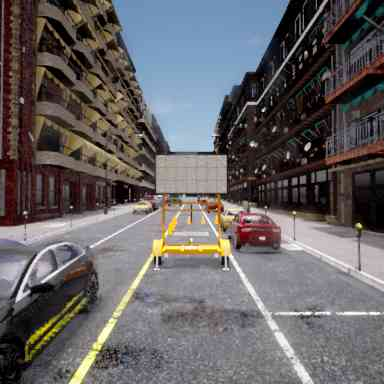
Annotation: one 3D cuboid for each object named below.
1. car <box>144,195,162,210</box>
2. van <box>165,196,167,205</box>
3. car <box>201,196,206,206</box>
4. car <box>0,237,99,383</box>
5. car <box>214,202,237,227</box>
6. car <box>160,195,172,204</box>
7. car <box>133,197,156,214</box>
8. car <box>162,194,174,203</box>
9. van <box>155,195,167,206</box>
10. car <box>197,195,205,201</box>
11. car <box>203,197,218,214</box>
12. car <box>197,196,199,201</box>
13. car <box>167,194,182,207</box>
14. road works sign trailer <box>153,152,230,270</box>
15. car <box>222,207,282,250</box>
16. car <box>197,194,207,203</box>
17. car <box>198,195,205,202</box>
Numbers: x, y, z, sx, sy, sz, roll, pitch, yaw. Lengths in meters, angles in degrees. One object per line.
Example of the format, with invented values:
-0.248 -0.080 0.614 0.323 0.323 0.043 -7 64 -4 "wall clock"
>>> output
-5.360 1.392 42.056 2.192 1.841 5.009 2 0 0 "car"
-5.380 1.452 53.114 1.690 1.788 3.998 2 0 0 "van"
2.514 1.628 42.006 2.008 1.369 4.403 1 0 0 "car"
-2.758 1.495 4.787 2.128 1.511 4.902 0 0 0 "car"
2.553 1.551 20.054 1.752 1.417 4.829 1 0 0 "car"
-5.408 1.492 69.707 2.192 1.841 5.009 1 0 0 "car"
-5.356 1.588 36.354 1.752 1.417 4.829 2 0 0 "car"
-5.418 1.516 75.237 2.192 1.841 5.009 1 0 0 "car"
-5.390 1.472 58.646 1.690 1.788 3.998 1 0 0 "van"
2.396 1.723 91.784 1.967 1.590 4.097 1 0 0 "car"
2.524 1.608 36.474 1.887 1.381 4.507 1 0 0 "car"
2.476 1.697 64.127 1.887 1.381 4.507 1 0 0 "car"
-2.841 1.338 54.808 2.150 2.045 5.566 0 0 0 "car"
-0.018 0.475 11.014 2.380 3.560 2.880 0 0 0 "road works sign trailer"
2.562 1.561 14.352 1.887 1.381 4.507 1 0 0 "car"
2.419 1.541 80.722 2.192 1.841 5.009 1 0 0 "car"
2.486 1.676 58.598 1.887 1.381 4.507 1 0 0 "car"
